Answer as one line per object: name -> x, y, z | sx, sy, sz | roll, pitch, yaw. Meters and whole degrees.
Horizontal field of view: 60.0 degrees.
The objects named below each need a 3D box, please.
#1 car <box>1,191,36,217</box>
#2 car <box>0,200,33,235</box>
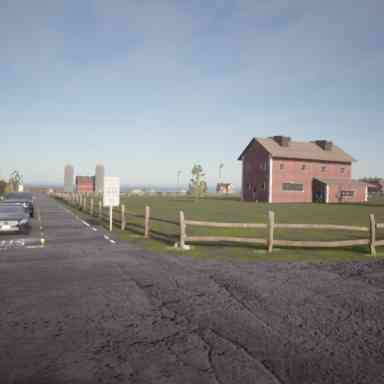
car -> -13.886, 0.948, 26.722 | 2.150, 2.045, 5.566 | 1, 0, -25
car -> -9.431, 1.337, 17.252 | 1.812, 1.442, 4.674 | 1, 0, -25
